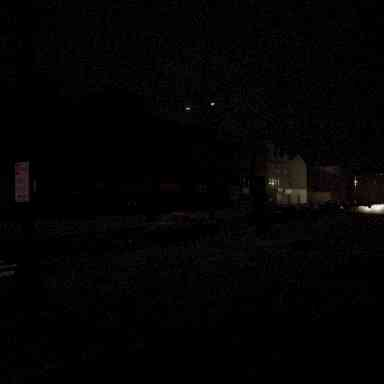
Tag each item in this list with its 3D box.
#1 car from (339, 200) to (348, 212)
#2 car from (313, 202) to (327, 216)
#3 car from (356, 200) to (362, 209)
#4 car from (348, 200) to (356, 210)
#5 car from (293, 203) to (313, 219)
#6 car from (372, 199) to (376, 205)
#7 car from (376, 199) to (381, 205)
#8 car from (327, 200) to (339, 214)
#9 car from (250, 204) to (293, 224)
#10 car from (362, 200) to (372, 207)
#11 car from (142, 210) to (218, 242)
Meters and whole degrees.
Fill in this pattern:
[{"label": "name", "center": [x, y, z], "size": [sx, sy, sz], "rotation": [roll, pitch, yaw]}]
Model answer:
[{"label": "car", "center": [18.992, 1.782, 44.304], "size": [1.967, 1.590, 4.097], "rotation": [-1, -1, 35]}, {"label": "car", "center": [12.494, 1.819, 35.118], "size": [1.802, 1.307, 4.206], "rotation": [-1, -1, 35]}, {"label": "car", "center": [25.493, 2.011, 53.486], "size": [2.008, 1.369, 4.403], "rotation": [-1, -1, 35]}, {"label": "car", "center": [22.243, 1.950, 48.895], "size": [2.008, 1.369, 4.403], "rotation": [-1, -1, 35]}, {"label": "car", "center": [9.244, 1.741, 30.526], "size": [2.008, 1.369, 4.403], "rotation": [-1, -1, 35]}, {"label": "car", "center": [35.242, 2.209, 67.262], "size": [1.887, 1.381, 4.507], "rotation": [-1, -2, 35]}, {"label": "car", "center": [44.990, 2.458, 81.036], "size": [2.008, 1.369, 4.403], "rotation": [-2, -2, 35]}, {"label": "car", "center": [15.744, 1.832, 39.710], "size": [1.887, 1.381, 4.507], "rotation": [-1, -1, 35]}, {"label": "car", "center": [5.995, 1.713, 25.934], "size": [1.947, 1.339, 4.313], "rotation": [-1, -1, 35]}, {"label": "car", "center": [31.993, 2.144, 62.671], "size": [2.008, 1.369, 4.403], "rotation": [-1, -1, 35]}, {"label": "car", "center": [-0.407, 1.597, 16.889], "size": [1.752, 1.417, 4.829], "rotation": [-1, -1, 35]}]
